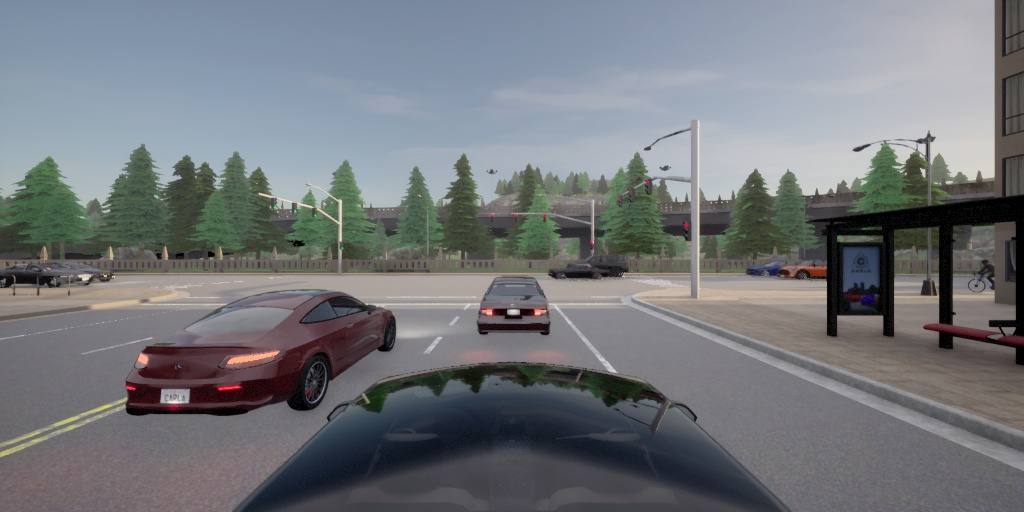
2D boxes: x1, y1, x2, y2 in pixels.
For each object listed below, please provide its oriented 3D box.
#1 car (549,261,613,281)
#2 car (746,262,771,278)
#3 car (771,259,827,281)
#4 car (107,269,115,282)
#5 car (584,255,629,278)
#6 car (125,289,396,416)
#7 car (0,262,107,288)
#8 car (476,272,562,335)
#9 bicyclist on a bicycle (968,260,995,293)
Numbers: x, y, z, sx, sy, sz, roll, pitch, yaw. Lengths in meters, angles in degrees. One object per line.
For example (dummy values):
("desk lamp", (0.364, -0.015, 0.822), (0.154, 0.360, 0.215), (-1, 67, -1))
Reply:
("car", (5.280, 1.295, 28.866), (4.718, 1.301, 1.895), (0, 0, -5))
("car", (23.979, 1.172, 32.404), (5.008, 1.535, 1.882), (0, 0, 2))
("car", (24.112, 1.046, 28.891), (4.553, 1.767, 2.097), (0, 0, 2))
("car", (-31.832, 1.199, 25.959), (4.892, 1.490, 1.837), (0, 0, 1))
("car", (7.784, 0.917, 32.732), (5.566, 2.045, 2.150), (0, 0, 1))
("car", (-3.448, 1.276, 5.987), (1.812, 1.442, 4.674), (0, 0, 0))
("car", (-29.181, 1.186, 22.406), (4.902, 1.511, 2.128), (0, 0, -2))
("car", (0.086, 1.297, 10.483), (2.033, 1.411, 5.357), (0, 0, 1))
("bicyclist on a bicycle", (22.752, 0.995, 17.082), (0.582, 1.620, 1.656), (0, 0, 1))
